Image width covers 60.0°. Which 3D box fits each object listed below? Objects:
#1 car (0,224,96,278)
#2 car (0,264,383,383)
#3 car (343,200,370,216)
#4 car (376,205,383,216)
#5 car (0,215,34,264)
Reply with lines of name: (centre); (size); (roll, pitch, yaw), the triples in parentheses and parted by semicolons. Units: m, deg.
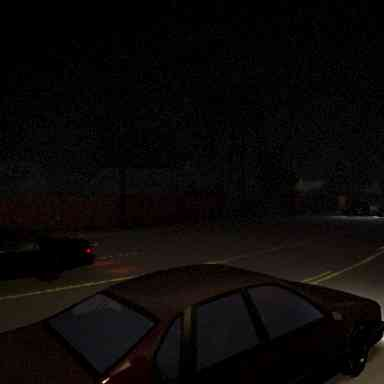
car: (-5.364, 1.687, 8.749); (5.357, 1.411, 2.033); (1, -1, -37)
car: (0.262, 1.612, 3.829); (5.357, 1.411, 2.033); (1, -1, -40)
car: (21.811, 2.122, 43.907); (2.150, 2.045, 5.566); (-1, -1, 40)
car: (24.501, 2.308, 41.663); (1.812, 1.442, 4.674); (-1, -1, 40)
car: (-8.204, 1.651, 11.095); (5.008, 1.535, 1.882); (1, -1, -37)
